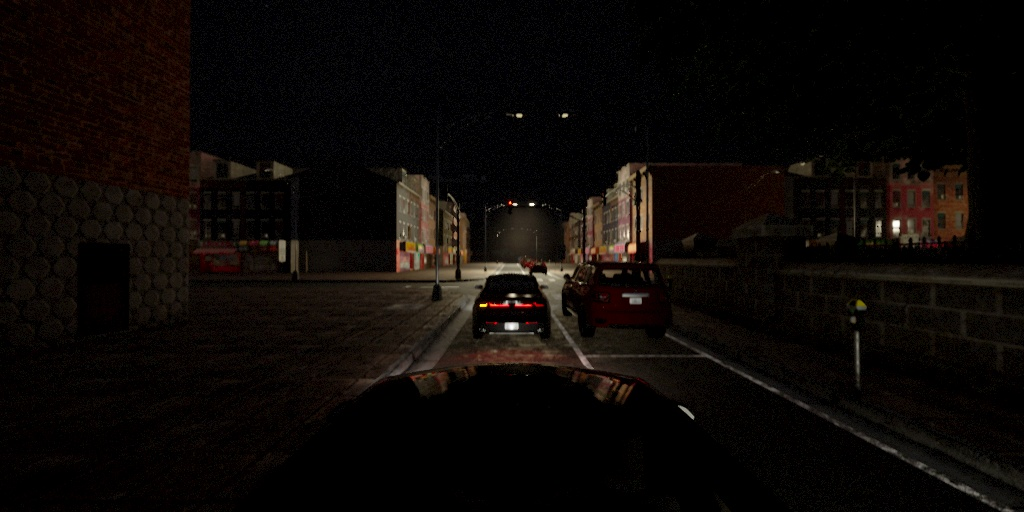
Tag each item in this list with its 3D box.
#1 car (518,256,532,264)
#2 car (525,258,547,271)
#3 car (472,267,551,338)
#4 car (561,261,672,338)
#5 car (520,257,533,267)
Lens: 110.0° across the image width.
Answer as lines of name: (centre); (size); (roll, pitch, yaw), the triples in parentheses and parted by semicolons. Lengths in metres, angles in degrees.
car: (2.557, 0.961, 58.223); (2.192, 1.841, 5.009); (0, 0, 0)
car: (2.589, 1.213, 36.474); (1.888, 1.381, 4.507); (0, 0, 0)
car: (-0.011, 1.230, 10.001); (1.837, 1.490, 4.892); (0, 0, 0)
car: (2.626, 1.039, 10.045); (2.192, 1.841, 5.009); (0, 0, 0)
car: (2.565, 1.195, 52.786); (1.888, 1.381, 4.507); (0, 0, 0)
